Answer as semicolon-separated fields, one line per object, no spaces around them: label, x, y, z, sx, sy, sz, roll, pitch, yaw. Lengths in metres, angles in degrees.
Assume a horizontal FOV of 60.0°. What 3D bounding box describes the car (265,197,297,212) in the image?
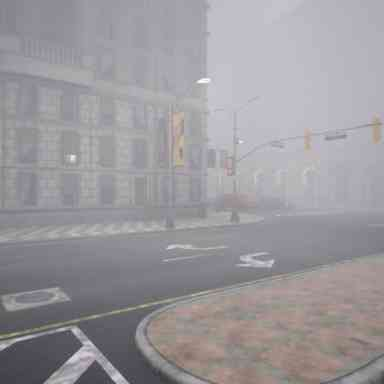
car;10.153;1.352;39.590;2.097;1.767;4.553;0;0;-37

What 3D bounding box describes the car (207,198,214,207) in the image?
car;2.993;1.548;49.468;2.033;1.411;5.357;0;0;-35

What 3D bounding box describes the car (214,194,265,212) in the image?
car;5.571;1.220;39.820;2.150;2.045;5.566;0;0;-36
